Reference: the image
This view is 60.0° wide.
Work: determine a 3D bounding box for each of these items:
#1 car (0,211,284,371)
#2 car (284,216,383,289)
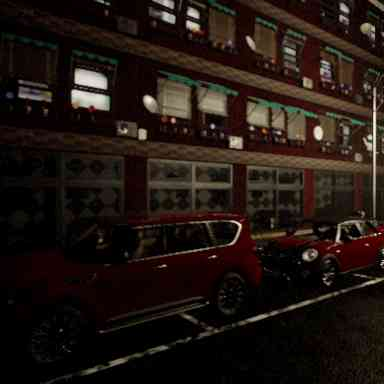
[{"bbox_3d":[-0.949,1.317,5.881,5.009,1.841,2.192,0,0,-35],"label":"car"},{"bbox_3d":[3.638,1.445,9.154,4.097,1.590,1.967,0,0,-35],"label":"car"}]
